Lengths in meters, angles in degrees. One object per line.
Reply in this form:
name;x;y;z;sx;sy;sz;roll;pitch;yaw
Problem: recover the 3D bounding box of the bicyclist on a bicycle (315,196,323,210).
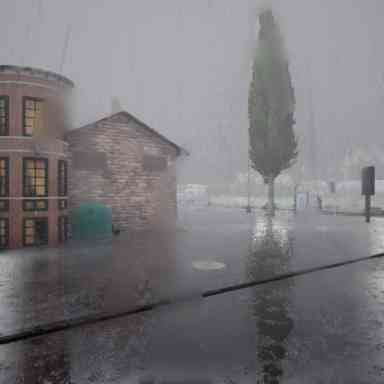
bicyclist on a bicycle;15.318;1.348;40.146;1.656;1.620;0.582;0;0;-36
